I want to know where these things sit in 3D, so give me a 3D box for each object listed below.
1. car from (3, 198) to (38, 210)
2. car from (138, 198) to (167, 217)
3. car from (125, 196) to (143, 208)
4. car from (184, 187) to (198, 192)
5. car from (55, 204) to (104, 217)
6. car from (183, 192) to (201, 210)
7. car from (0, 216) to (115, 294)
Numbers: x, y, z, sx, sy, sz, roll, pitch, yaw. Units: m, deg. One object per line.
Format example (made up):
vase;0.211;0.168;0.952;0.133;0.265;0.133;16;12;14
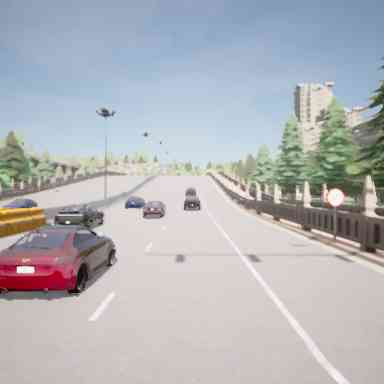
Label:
car;-17.557;1.407;34.345;1.812;1.442;4.674;0;2;0
car;-3.440;1.507;31.153;2.033;1.411;5.357;0;1;0
car;-6.994;1.157;41.244;1.994;1.385;4.181;0;3;0
car;-0.169;-0.056;55.182;1.837;1.490;4.892;0;6;0
car;-6.903;1.490;20.882;2.128;1.511;4.902;0;0;0
car;0.016;1.168;39.393;1.882;1.535;5.008;0;3;0
car;-3.399;1.563;8.797;1.994;1.385;4.181;0;0;0
